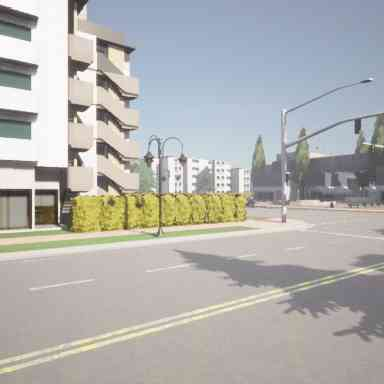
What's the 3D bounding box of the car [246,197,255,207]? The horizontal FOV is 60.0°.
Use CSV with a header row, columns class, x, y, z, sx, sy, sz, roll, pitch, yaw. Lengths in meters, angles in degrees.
class,x,y,z,sx,sy,sz,roll,pitch,yaw
car,7.122,1.505,48.811,1.837,1.490,4.892,-1,0,-31
